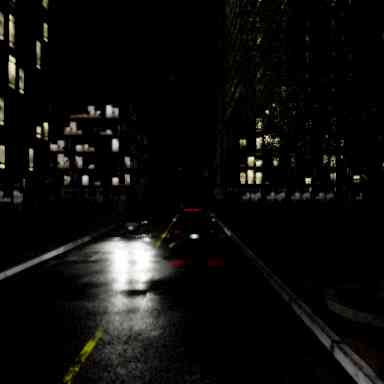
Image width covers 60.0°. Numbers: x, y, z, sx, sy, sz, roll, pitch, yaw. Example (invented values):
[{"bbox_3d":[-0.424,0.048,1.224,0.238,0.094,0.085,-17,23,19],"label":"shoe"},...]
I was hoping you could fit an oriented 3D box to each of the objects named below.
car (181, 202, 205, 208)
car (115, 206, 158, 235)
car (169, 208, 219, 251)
[{"bbox_3d":[0.089,1.622,29.259,1.837,1.490,4.892,0,0,0],"label":"car"},{"bbox_3d":[-3.101,1.566,19.306,2.128,1.511,4.902,0,0,0],"label":"car"},{"bbox_3d":[0.090,1.619,14.340,1.994,1.385,4.181,0,0,0],"label":"car"}]
